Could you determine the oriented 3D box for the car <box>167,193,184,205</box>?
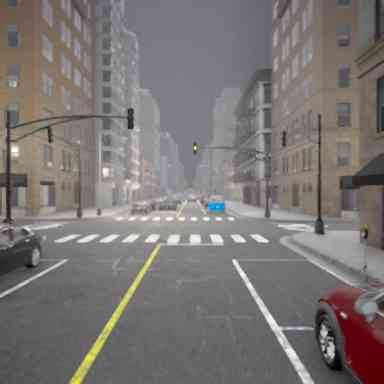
[{"bbox_3d":[-2.799,1.434,57.238,1.882,1.535,5.008,0,0,1],"label":"car"}]

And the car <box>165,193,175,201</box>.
[{"bbox_3d":[-5.396,1.238,81.047,2.192,1.841,5.009,0,0,0],"label":"car"}]

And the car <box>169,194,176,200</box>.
[{"bbox_3d":[-5.398,1.348,92.411,1.967,1.590,4.097,0,0,0],"label":"car"}]

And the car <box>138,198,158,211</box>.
[{"bbox_3d":[-5.392,1.516,41.275,1.887,1.381,4.507,0,0,0],"label":"car"}]

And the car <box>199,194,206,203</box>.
[{"bbox_3d":[2.631,1.537,58.328,1.802,1.307,4.206,0,0,0],"label":"car"}]

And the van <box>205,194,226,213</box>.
[{"bbox_3d":[2.633,1.316,35.603,1.690,1.788,3.998,0,0,0],"label":"van"}]

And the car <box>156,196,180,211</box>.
[{"bbox_3d":[-2.841,1.536,39.410,1.994,1.385,4.181,0,0,0],"label":"car"}]

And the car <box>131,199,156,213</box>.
[{"bbox_3d":[-5.392,1.526,35.593,2.008,1.369,4.403,0,0,0],"label":"car"}]

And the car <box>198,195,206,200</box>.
[{"bbox_3d":[2.628,1.466,86.734,2.008,1.369,4.403,0,0,0],"label":"car"}]

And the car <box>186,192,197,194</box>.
[{"bbox_3d":[-0.009,1.351,75.734,1.882,1.535,5.008,0,0,0],"label":"car"}]

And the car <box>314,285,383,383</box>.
[{"bbox_3d":[2.637,1.438,3.003,1.967,1.590,4.097,0,0,0],"label":"car"}]

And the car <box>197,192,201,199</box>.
[{"bbox_3d":[2.631,1.262,64.009,2.192,1.841,5.009,0,0,0],"label":"car"}]

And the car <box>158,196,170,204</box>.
[{"bbox_3d":[-5.394,1.513,64.003,1.947,1.339,4.313,0,0,0],"label":"car"}]

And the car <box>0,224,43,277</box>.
[{"bbox_3d":[-5.388,1.545,8.512,2.008,1.369,4.403,0,0,0],"label":"car"}]

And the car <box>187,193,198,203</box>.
[{"bbox_3d":[-0.007,1.493,65.316,2.033,1.411,5.357,0,0,0],"label":"car"}]

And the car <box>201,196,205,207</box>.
[{"bbox_3d":[2.632,1.549,46.965,1.802,1.307,4.206,0,0,0],"label":"car"}]
